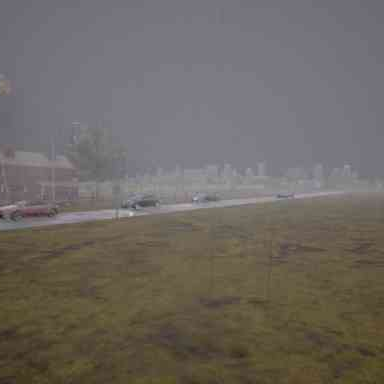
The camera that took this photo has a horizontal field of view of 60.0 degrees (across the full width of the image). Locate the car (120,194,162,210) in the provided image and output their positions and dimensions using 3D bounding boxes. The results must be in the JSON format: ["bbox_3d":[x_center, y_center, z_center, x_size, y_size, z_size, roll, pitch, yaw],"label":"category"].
[{"bbox_3d":[-5.148,0.978,33.966,1.837,1.490,4.892,1,2,36],"label":"car"}]

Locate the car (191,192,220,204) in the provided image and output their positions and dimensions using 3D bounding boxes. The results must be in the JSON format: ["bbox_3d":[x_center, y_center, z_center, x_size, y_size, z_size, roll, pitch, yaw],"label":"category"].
[{"bbox_3d":[1.822,0.722,43.551,2.128,1.511,4.902,1,2,36],"label":"car"}]

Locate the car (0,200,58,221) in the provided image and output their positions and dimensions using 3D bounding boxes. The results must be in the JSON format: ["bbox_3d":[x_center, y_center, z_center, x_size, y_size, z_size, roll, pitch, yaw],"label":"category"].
[{"bbox_3d":[-12.072,1.273,24.458,1.994,1.385,4.181,1,2,36],"label":"car"}]

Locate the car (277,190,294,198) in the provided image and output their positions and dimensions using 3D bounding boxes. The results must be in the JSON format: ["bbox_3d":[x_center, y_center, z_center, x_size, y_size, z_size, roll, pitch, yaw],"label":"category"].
[{"bbox_3d":[16.626,0.397,58.980,1.994,1.385,4.181,1,2,36],"label":"car"}]
